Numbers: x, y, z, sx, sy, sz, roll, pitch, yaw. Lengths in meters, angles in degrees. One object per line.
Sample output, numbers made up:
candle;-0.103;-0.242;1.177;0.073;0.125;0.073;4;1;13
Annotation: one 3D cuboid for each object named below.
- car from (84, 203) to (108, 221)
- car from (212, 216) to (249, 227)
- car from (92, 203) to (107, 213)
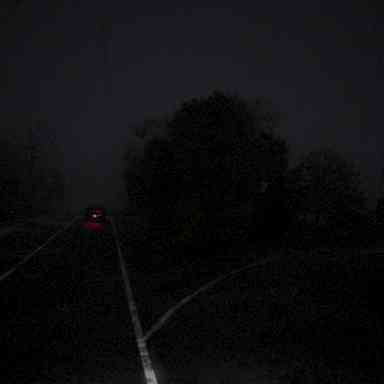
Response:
car;-8.992;1.843;31.097;1.837;1.490;4.892;2;-1;-14
car;3.499;2.280;28.228;4.718;1.301;1.895;2;-6;25
car;-13.740;2.395;49.534;1.895;1.301;4.718;2;-3;-14
